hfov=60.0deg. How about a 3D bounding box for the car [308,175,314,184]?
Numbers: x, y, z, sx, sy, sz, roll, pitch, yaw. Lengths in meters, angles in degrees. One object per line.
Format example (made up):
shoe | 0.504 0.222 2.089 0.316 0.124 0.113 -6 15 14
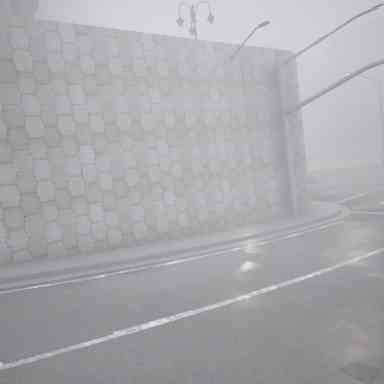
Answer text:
car | 9.800 -1.316 33.060 1.812 1.442 4.674 -11 7 -35
